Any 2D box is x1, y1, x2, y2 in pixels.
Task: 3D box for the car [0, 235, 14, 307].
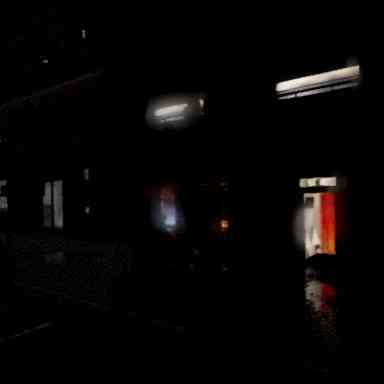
[{"bbox_3d":[-5.587,1.409,6.726,5.009,1.841,2.192,-1,-1,36],"label":"car"}]
